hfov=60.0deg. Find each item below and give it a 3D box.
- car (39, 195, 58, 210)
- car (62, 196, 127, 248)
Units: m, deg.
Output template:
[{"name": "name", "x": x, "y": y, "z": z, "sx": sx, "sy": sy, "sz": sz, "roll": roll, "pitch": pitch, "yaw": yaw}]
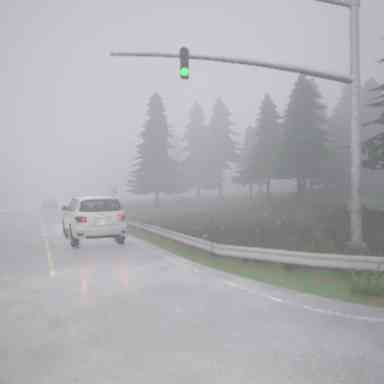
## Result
[{"name": "car", "x": -18.788, "y": 1.553, "z": 43.911, "sx": 2.033, "sy": 1.411, "sz": 5.357, "roll": -1, "pitch": 0, "yaw": -27}, {"name": "car", "x": -4.569, "y": 1.196, "z": 15.162, "sx": 2.150, "sy": 2.045, "sz": 5.566, "roll": -1, "pitch": 0, "yaw": -26}]
